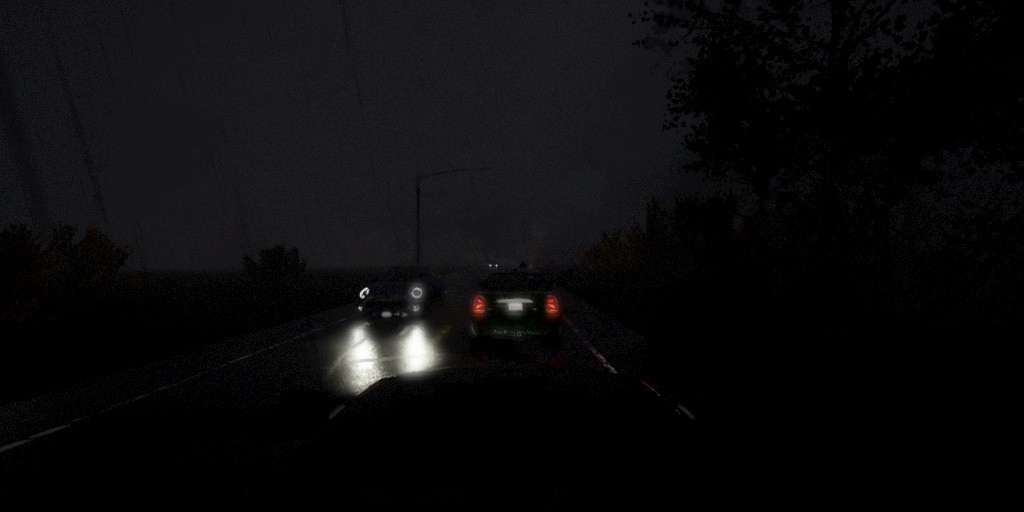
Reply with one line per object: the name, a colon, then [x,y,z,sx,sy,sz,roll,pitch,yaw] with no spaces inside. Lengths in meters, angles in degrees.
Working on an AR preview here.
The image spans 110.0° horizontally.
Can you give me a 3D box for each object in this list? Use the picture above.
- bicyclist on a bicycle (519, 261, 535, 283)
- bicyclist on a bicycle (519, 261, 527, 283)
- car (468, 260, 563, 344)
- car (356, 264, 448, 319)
bicyclist on a bicycle: [0.899,1.181,17.079,0.866,1.612,1.509,0,0,0]
bicyclist on a bicycle: [0.833,1.193,27.196,0.582,1.620,1.656,0,0,0]
car: [0.070,1.099,9.735,2.097,1.767,4.553,0,0,0]
car: [-3.643,1.098,12.619,2.097,1.767,4.553,0,0,0]
